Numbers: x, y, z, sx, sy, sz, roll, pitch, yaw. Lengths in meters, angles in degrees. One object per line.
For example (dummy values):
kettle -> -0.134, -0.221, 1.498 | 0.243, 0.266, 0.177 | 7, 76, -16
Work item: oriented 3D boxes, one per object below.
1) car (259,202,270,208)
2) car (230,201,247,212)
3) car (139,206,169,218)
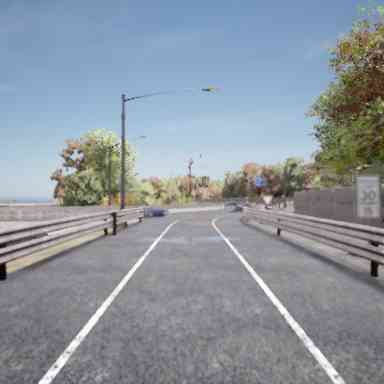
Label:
car -> 18.415, 3.396, 85.874 | 2.097, 1.767, 4.553 | 0, -2, 13
car -> 9.173, 2.901, 60.844 | 1.812, 1.442, 4.674 | -1, -2, 27
car -> -4.670, 2.377, 39.575 | 1.994, 1.385, 4.181 | -1, -2, 39
